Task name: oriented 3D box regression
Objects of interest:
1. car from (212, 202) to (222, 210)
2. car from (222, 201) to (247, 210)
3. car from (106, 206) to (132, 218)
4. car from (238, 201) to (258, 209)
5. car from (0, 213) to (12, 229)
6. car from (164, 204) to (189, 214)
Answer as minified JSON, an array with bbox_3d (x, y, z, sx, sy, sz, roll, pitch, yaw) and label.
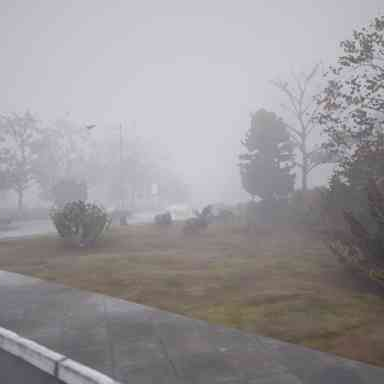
[{"bbox_3d":[4.308,2.309,52.442,1.837,1.490,4.892,-3,-2,32],"label":"car"},{"bbox_3d":[7.114,2.196,50.324,2.033,1.411,5.357,-3,-2,32],"label":"car"},{"bbox_3d":[-8.880,2.368,38.352,1.812,1.442,4.674,-3,-2,32],"label":"car"},{"bbox_3d":[10.439,2.411,62.098,1.837,1.490,4.892,-3,-2,33],"label":"car"},{"bbox_3d":[-16.820,2.300,26.117,2.128,1.511,4.902,-3,-2,34],"label":"car"},{"bbox_3d":[-2.211,2.438,48.953,1.812,1.442,4.674,-3,-2,33],"label":"car"}]
